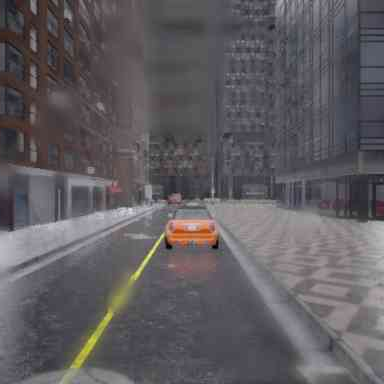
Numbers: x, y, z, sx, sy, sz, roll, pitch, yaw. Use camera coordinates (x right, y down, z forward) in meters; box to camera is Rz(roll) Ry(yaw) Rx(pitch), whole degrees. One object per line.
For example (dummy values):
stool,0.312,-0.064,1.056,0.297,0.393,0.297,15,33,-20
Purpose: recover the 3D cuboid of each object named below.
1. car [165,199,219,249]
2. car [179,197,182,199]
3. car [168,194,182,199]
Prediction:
car,0.001,1.366,14.620,2.097,1.767,4.553,0,0,0
car,0.001,1.487,29.650,1.882,1.535,5.008,0,0,0
car,-2.999,1.351,59.621,2.150,2.045,5.566,0,0,0
